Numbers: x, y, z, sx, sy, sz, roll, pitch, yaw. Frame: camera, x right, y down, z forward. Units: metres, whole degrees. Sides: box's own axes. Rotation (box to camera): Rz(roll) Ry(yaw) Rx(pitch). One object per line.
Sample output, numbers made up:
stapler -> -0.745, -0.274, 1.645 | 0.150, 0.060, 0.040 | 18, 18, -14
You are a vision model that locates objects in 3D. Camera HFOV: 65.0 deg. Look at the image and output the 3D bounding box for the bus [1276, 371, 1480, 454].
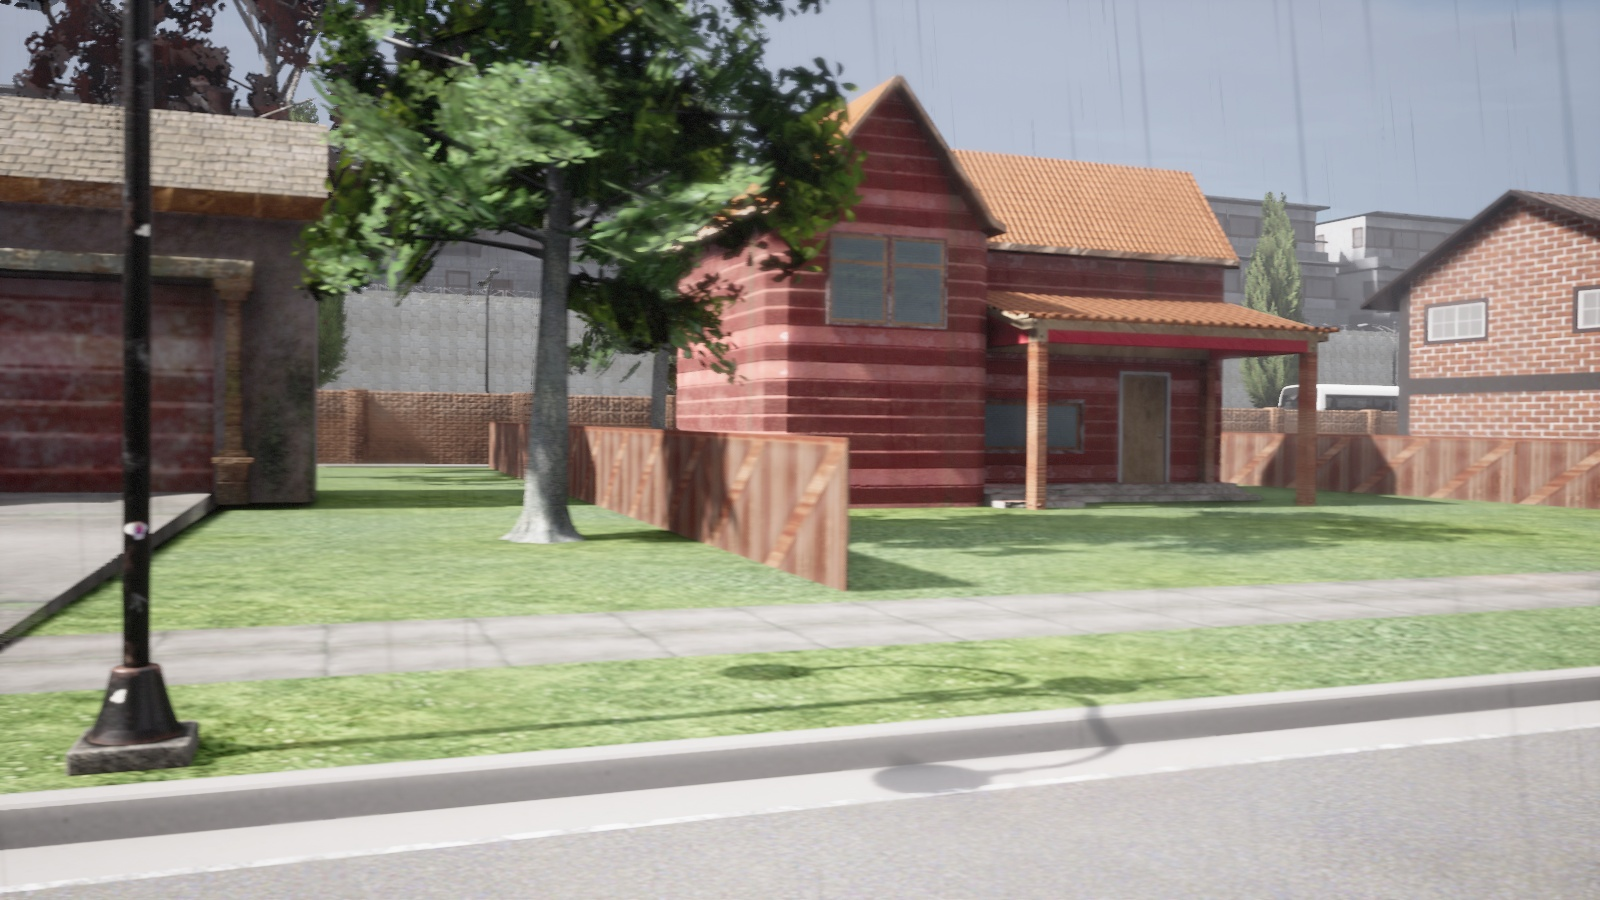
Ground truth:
bus -> 31.543, -2.035, 68.526 | 10.273, 4.253, 3.944 | -1, 1, -20
